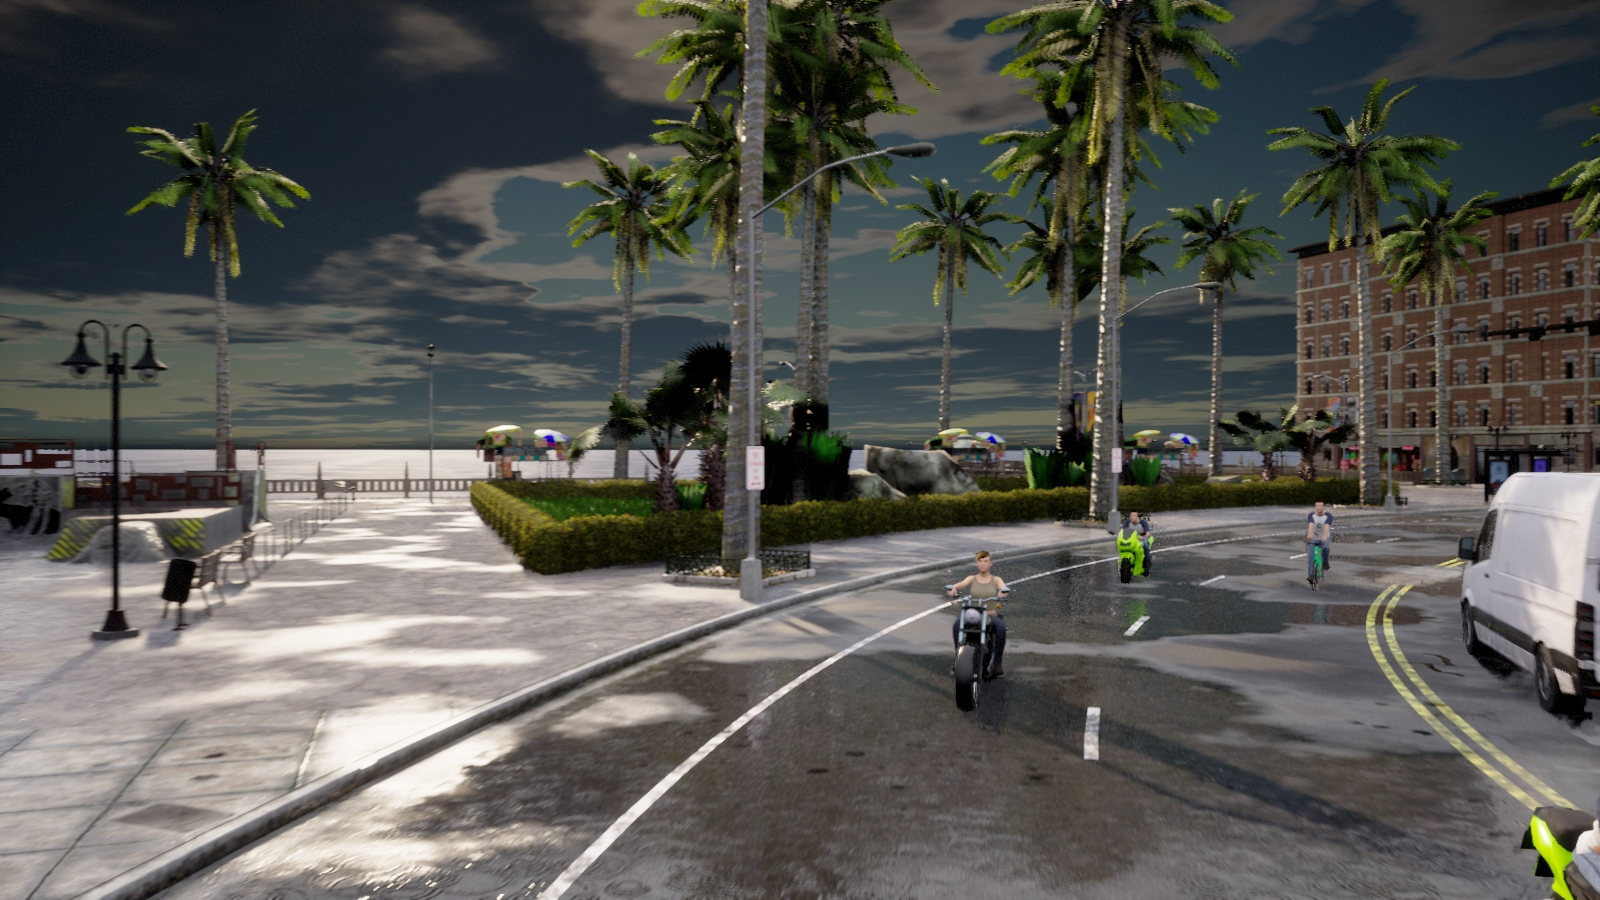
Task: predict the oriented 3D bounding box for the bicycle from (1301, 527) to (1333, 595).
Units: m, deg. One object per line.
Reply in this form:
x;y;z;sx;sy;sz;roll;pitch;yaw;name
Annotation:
10.411;2.211;22.970;0.373;1.196;1.643;1;1;31;bicycle

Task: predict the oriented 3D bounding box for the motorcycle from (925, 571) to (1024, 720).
2.050;2.171;13.128;0.764;1.277;2.356;0;0;18;motorcycle

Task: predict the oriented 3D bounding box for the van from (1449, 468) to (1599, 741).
9.478;1.539;13.609;1.988;2.561;5.915;0;0;19;van

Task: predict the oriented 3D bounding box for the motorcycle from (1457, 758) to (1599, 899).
3.738;2.215;4.989;0.803;1.145;2.033;1;0;8;motorcycle

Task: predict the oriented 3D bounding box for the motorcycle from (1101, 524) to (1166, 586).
7.160;2.217;24.456;0.803;1.145;2.033;0;0;32;motorcycle
